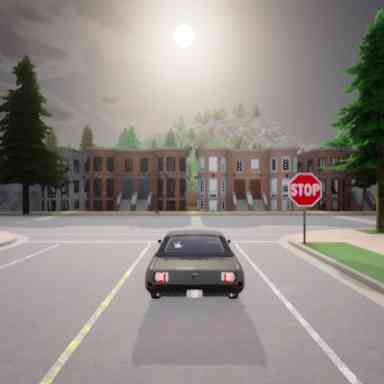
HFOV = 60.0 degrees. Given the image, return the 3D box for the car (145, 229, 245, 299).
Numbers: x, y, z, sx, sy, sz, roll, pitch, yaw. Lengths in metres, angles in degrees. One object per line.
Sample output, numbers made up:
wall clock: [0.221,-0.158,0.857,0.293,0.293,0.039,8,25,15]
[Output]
car: [0.058,1.594,8.368,1.895,1.301,4.718,0,0,0]
